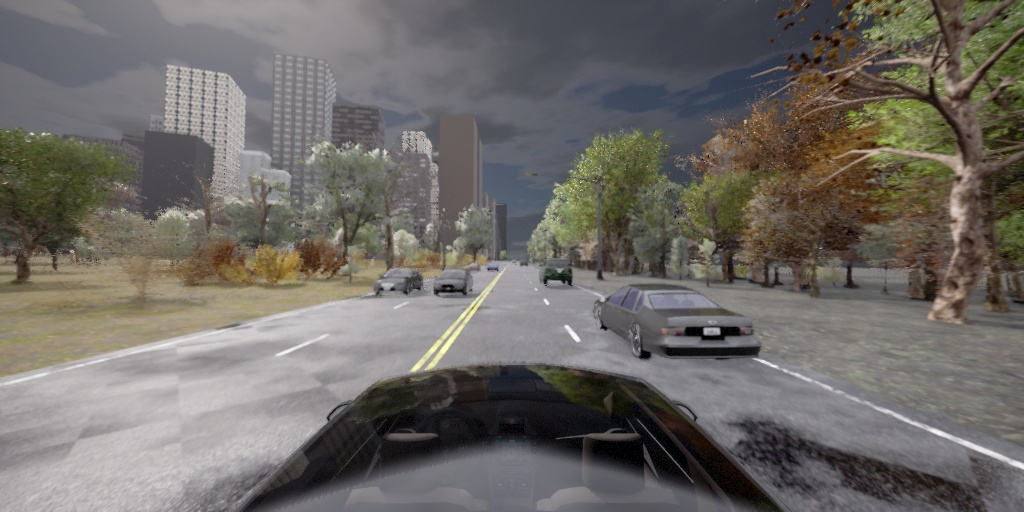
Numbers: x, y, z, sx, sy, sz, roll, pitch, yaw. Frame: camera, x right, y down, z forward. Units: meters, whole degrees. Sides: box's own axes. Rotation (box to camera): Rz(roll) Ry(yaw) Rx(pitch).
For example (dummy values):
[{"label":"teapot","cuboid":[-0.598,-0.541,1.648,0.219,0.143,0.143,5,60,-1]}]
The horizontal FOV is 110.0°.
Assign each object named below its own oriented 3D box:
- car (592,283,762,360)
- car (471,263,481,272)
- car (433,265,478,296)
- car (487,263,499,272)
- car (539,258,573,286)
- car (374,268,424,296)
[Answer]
[{"label":"car","cuboid":[3.363,1.364,8.566,2.033,1.411,5.357,0,-1,0]},{"label":"car","cuboid":[-6.505,1.933,61.707,1.812,1.442,4.674,0,-1,1]},{"label":"car","cuboid":[-3.339,1.480,21.148,1.837,1.490,4.892,0,-1,0]},{"label":"car","cuboid":[-3.256,1.881,61.690,1.882,1.535,5.008,0,-1,1]},{"label":"car","cuboid":[3.396,1.224,28.263,2.150,2.045,5.566,1,-1,0]},{"label":"car","cuboid":[-6.590,1.473,21.383,2.128,1.511,4.902,0,-1,0]}]
